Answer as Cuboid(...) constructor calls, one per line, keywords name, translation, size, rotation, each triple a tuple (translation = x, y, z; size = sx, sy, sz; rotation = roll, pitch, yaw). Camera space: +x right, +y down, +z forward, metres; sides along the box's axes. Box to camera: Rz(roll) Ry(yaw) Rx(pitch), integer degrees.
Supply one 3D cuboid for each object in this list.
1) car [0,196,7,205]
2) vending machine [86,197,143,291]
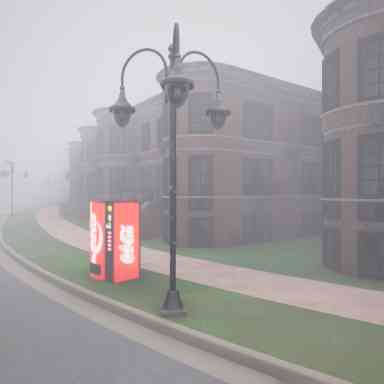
Cuboid(name="car", translation=(-32.662, 1.490, 55.652), size=(2.128, 1.511, 4.902), rotation=(0, 0, -11))
Cuboid(name="vending machine", translation=(-1.923, 1.195, 8.276), size=(1.100, 2.100, 0.880), rotation=(0, 0, -44))
